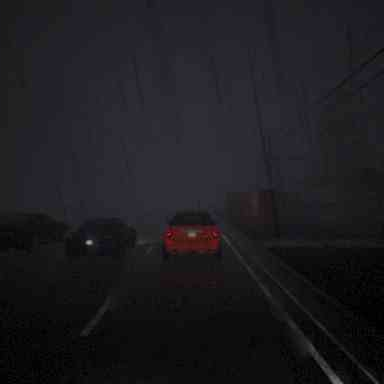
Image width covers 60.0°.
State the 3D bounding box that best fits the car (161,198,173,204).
[{"bbox_3d":[-7.005,2.643,94.107,1.895,1.301,4.718,0,-1,0],"label":"car"}]

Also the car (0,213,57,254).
[{"bbox_3d":[-6.975,1.637,14.249,1.882,1.535,5.008,0,0,1],"label":"car"}]

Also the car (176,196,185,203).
[{"bbox_3d":[-3.505,2.393,94.133,2.097,1.767,4.553,0,-1,0],"label":"car"}]

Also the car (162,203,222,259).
[{"bbox_3d":[0.018,1.502,13.426,2.097,1.767,4.553,0,-1,0],"label":"car"}]

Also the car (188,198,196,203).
[{"bbox_3d":[-0.005,2.600,94.339,1.994,1.385,4.181,0,-1,0],"label":"car"}]

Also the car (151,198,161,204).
[{"bbox_3d":[-10.505,2.601,94.396,1.994,1.385,4.181,0,-1,0],"label":"car"}]

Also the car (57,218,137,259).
[{"bbox_3d":[-3.483,1.715,13.338,1.994,1.385,4.181,0,-1,0],"label":"car"}]
